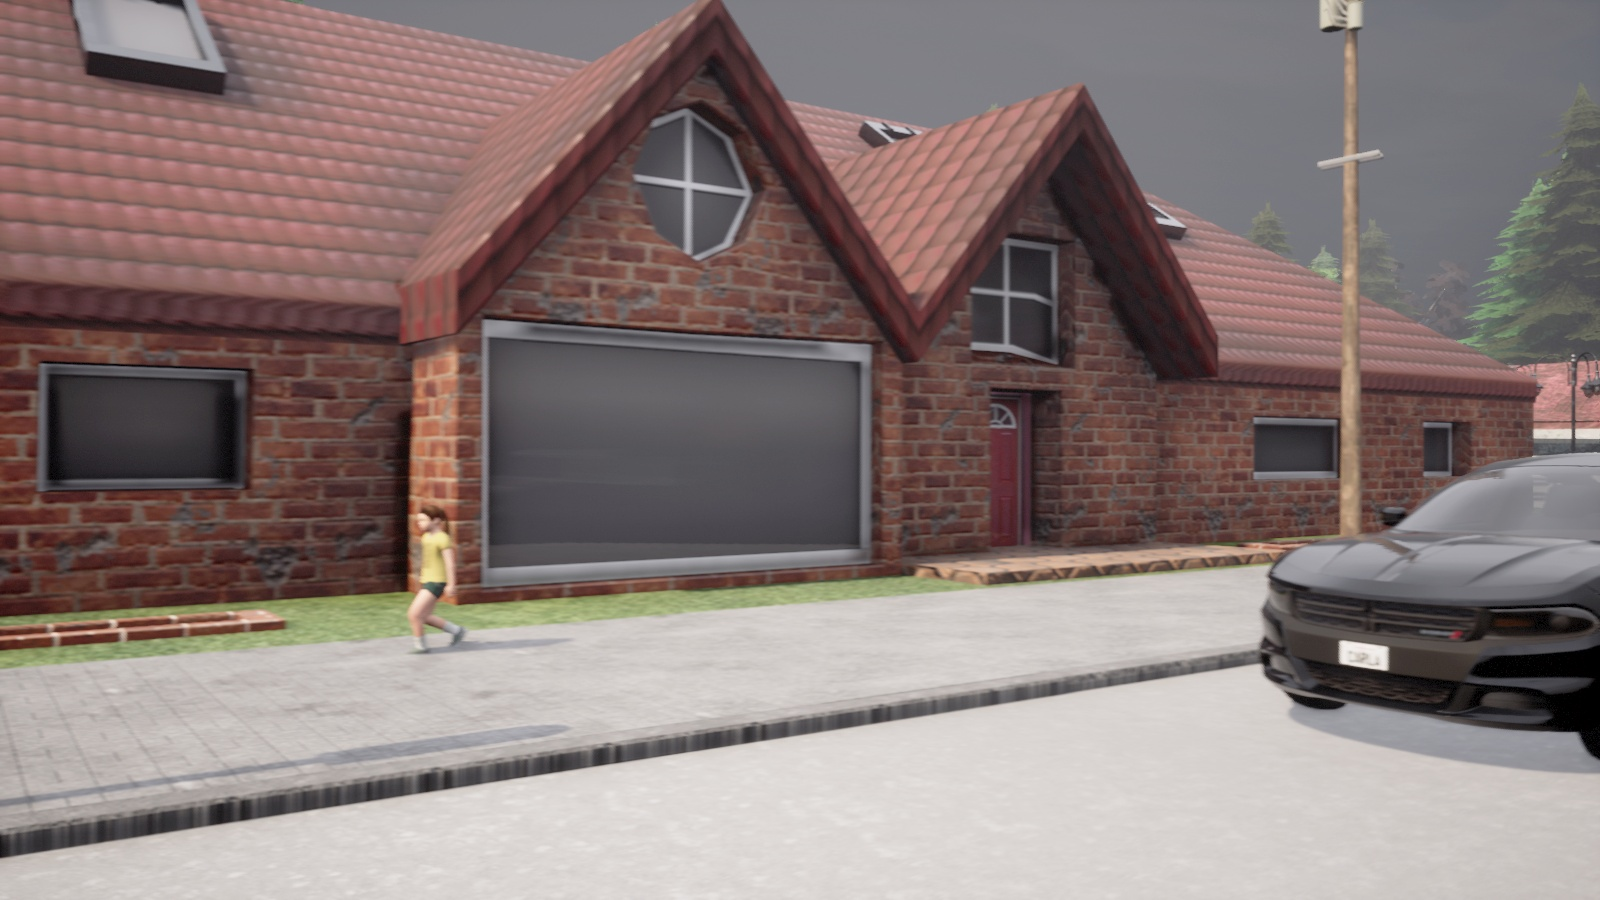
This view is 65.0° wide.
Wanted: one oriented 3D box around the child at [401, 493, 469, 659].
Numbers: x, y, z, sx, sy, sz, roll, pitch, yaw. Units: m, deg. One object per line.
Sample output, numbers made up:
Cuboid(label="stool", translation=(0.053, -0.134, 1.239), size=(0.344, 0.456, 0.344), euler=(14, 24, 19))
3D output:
Cuboid(label="child", translation=(-2.537, 0.862, 8.731), size=(0.394, 1.110, 0.255), euler=(0, 0, -34))

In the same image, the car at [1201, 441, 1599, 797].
Cuboid(label="car", translation=(4.832, 0.731, 7.589), size=(5.008, 1.535, 1.882), euler=(0, 0, -34))
